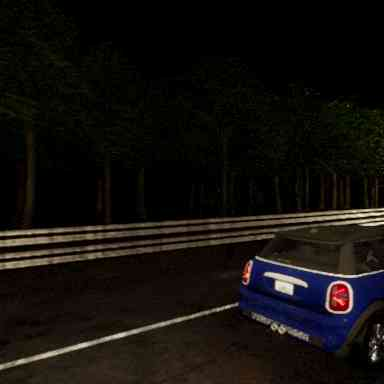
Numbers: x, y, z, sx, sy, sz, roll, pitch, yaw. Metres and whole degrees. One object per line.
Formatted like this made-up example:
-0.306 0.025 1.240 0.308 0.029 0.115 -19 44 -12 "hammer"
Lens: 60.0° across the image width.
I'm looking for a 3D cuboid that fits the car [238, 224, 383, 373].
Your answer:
3.023 1.358 5.905 4.553 1.767 2.097 0 0 -35 "car"
